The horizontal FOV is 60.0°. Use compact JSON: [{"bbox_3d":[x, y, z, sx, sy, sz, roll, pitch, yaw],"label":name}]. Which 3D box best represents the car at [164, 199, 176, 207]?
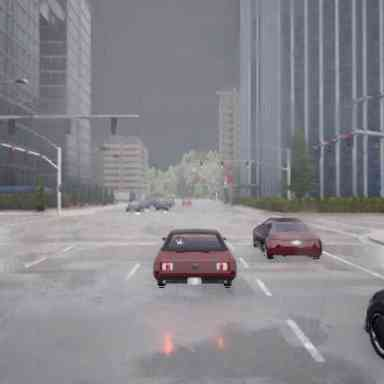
[{"bbox_3d":[-4.618,2.306,70.282,2.128,1.511,4.902,0,-1,-1],"label":"car"}]

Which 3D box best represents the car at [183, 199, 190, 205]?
[{"bbox_3d":[-1.371,2.487,86.644,1.812,1.442,4.674,0,-1,-1],"label":"car"}]

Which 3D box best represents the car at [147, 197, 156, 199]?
[{"bbox_3d":[-8.063,1.950,65.560,2.150,2.045,5.566,0,-1,-1],"label":"car"}]

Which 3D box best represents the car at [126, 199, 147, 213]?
[{"bbox_3d":[-7.837,2.036,45.899,1.812,1.442,4.674,0,-1,1],"label":"car"}]

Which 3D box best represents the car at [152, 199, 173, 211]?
[{"bbox_3d":[-4.397,2.103,50.002,2.033,1.411,5.357,0,-1,-1],"label":"car"}]

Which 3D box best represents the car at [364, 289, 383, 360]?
[{"bbox_3d":[3.595,1.603,3.345,1.994,1.385,4.181,0,-1,0],"label":"car"}]

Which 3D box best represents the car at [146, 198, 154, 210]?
[{"bbox_3d":[-7.963,2.118,55.152,1.837,1.490,4.892,0,-1,-1],"label":"car"}]

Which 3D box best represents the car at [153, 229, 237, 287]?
[{"bbox_3d":[0.066,1.709,9.592,1.895,1.301,4.718,0,-1,0],"label":"car"}]

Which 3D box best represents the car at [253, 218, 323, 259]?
[{"bbox_3d":[3.641,1.714,13.308,1.994,1.385,4.181,0,-1,2],"label":"car"}]

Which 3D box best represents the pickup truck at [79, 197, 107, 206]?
[{"bbox_3d":[-21.264,1.855,71.762,2.390,2.098,6.274,0,-1,30],"label":"pickup truck"}]

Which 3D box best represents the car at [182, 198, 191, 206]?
[{"bbox_3d":[-1.209,2.203,76.357,2.097,1.767,4.553,0,-1,-1],"label":"car"}]

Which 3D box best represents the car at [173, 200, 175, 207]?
[{"bbox_3d":[-4.521,2.170,59.844,1.837,1.490,4.892,0,-1,-1],"label":"car"}]

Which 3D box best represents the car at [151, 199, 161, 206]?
[{"bbox_3d":[-8.207,2.309,76.024,1.882,1.535,5.008,0,-1,-1],"label":"car"}]
